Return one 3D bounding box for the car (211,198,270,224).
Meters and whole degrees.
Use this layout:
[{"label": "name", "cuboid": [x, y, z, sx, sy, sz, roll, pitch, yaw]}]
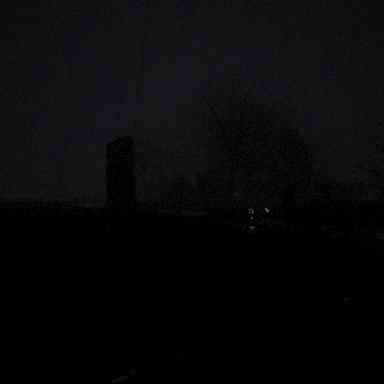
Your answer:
[{"label": "car", "cuboid": [3.381, 1.237, 23.718, 2.097, 1.767, 4.553, -1, 1, -35]}]
